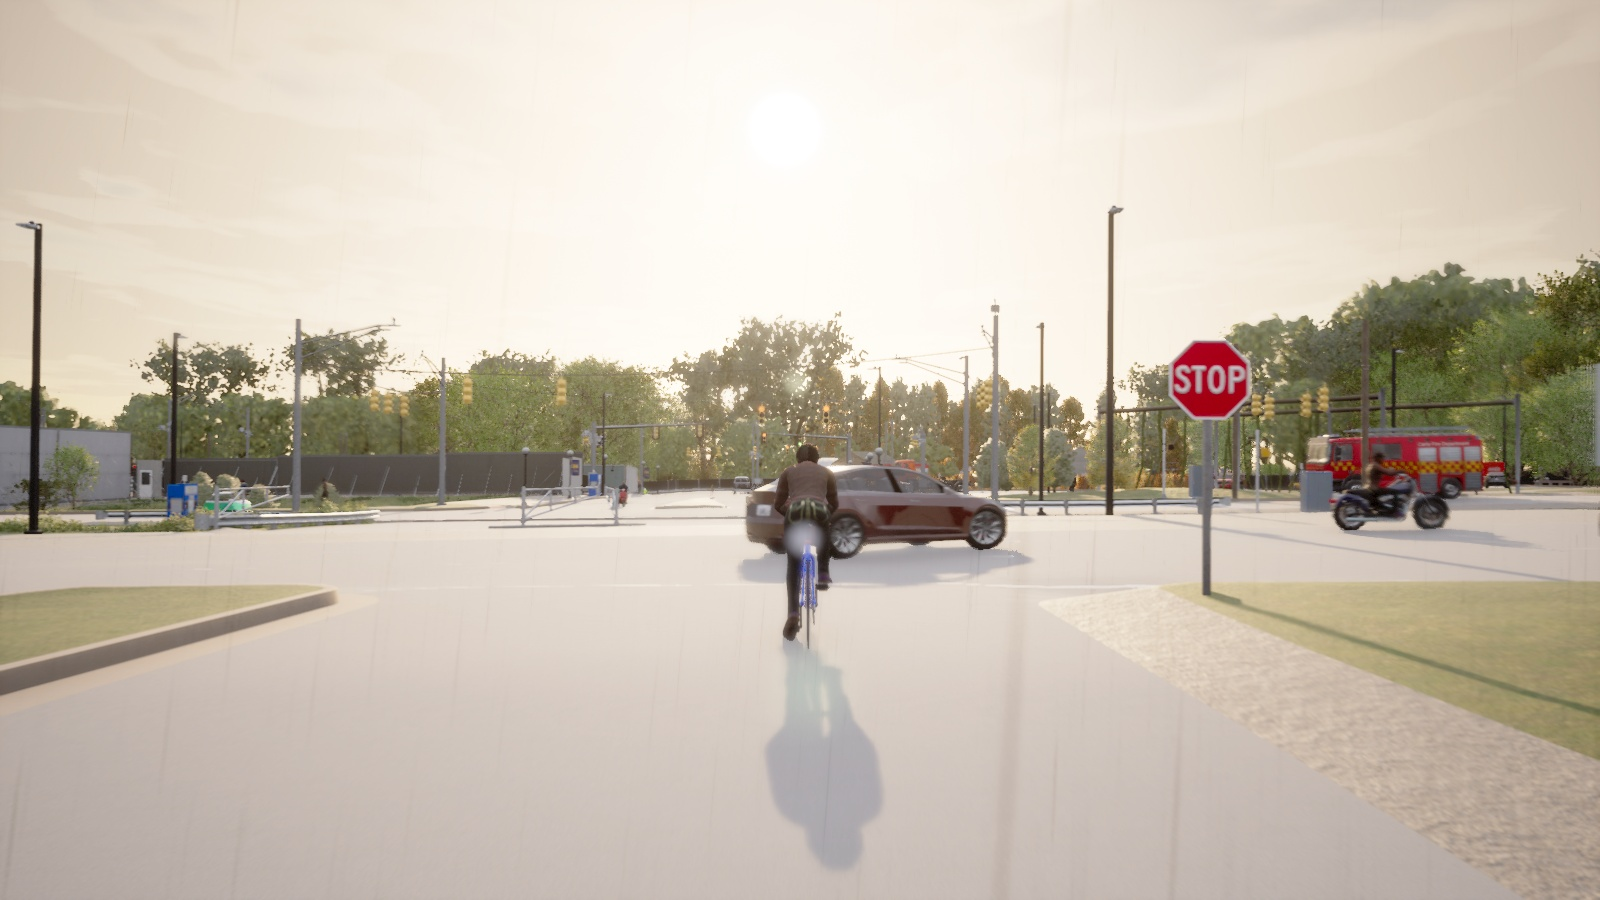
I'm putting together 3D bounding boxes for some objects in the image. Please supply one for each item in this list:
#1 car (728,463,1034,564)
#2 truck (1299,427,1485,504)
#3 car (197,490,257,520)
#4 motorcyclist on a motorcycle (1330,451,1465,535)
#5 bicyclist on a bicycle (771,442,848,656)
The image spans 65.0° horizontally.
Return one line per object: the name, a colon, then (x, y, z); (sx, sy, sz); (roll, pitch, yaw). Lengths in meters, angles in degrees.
car: (1.417, 0.990, 21.163); (4.792, 1.488, 2.163); (0, -1, -34)
truck: (31.493, 0.819, 67.060); (8.468, 3.827, 2.891); (-1, -1, 0)
car: (-27.575, 2.637, 60.450); (2.207, 1.376, 1.481); (-1, -1, 1)
motorcyclist on a motorcycle: (12.079, 0.863, 25.432); (2.350, 1.649, 0.766); (-1, -1, 1)
bicyclist on a bicycle: (0.073, 0.768, 10.354); (0.582, 1.620, 1.656); (0, -1, 0)
